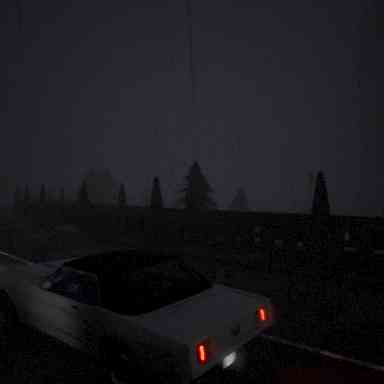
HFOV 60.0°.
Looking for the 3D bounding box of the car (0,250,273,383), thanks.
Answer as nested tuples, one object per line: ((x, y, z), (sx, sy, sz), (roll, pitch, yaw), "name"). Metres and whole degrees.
((-1.305, 1.607, 5.168), (4.718, 1.301, 1.895), (0, 0, 38), "car")
